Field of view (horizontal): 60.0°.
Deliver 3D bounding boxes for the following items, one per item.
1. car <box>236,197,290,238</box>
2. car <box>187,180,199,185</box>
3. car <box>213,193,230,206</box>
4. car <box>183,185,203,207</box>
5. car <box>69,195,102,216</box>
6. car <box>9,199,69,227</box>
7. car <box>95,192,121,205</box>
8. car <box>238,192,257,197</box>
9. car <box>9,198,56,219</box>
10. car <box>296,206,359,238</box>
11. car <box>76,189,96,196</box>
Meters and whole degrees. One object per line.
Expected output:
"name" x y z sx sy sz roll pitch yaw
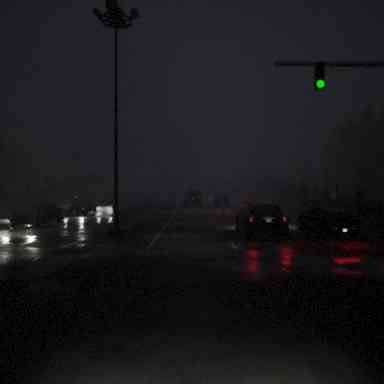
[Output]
"car" 3.605 1.363 17.757 2.097 1.767 4.553 0 0 0
"car" 0.160 -1.407 60.496 2.097 1.767 4.553 0 7 0
"car" 3.652 0.832 41.411 2.128 1.511 4.902 0 4 0
"car" 0.147 0.617 40.684 2.150 2.045 5.566 0 4 0
"car" -10.554 1.386 32.102 1.812 1.442 4.674 0 2 0
"car" -10.568 1.488 22.953 1.882 1.535 5.008 0 0 0
"car" -10.498 0.842 42.721 1.895 1.301 4.718 0 5 1
"car" 7.161 0.685 43.054 1.882 1.535 5.008 0 5 0
"car" -14.067 1.437 29.760 1.837 1.490 4.892 0 2 0
"car" 7.106 1.517 17.862 1.837 1.490 4.892 0 0 0
"car" -13.987 0.470 44.191 2.097 1.767 4.553 0 5 1
